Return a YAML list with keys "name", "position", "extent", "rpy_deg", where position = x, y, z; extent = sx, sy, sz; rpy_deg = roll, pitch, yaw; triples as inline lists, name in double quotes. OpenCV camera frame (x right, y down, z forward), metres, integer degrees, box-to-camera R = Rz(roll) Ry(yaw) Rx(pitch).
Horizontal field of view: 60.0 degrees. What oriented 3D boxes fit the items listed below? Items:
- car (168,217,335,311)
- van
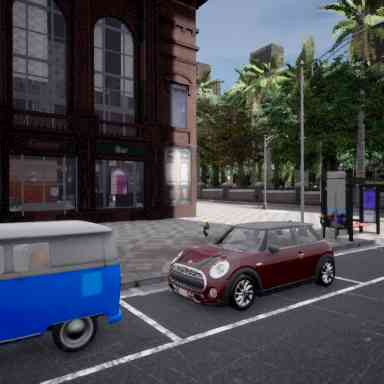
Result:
- name: "car"
  position: [1.445, 1.439, 7.689]
  extent: [4.097, 1.590, 1.967]
  rpy_deg: [0, 0, -36]
- name: "van"
  position: [-2.970, 1.341, 4.536]
  extent: [3.998, 1.788, 1.690]
  rpy_deg: [0, 0, -36]
